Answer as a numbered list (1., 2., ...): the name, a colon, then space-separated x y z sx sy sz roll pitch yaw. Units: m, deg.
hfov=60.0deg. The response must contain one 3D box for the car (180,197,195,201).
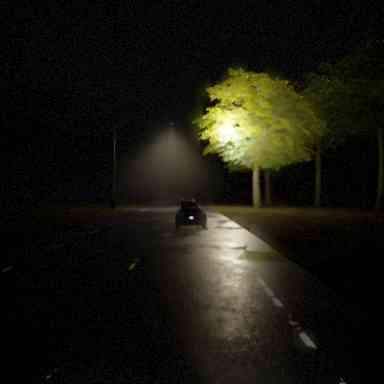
1. car: -0.462 1.419 40.488 1.837 1.490 4.892 0 0 -2

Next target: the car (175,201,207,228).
1. car: -0.068 1.511 21.863 1.994 1.385 4.181 0 0 -1
